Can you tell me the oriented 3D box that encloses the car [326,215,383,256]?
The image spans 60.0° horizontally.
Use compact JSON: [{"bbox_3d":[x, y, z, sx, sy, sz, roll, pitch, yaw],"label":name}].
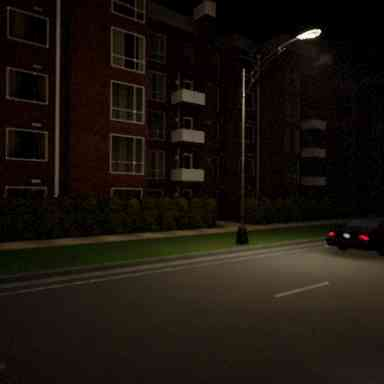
[{"bbox_3d":[7.728,1.678,13.679,5.357,1.411,2.033,1,0,-35],"label":"car"}]
